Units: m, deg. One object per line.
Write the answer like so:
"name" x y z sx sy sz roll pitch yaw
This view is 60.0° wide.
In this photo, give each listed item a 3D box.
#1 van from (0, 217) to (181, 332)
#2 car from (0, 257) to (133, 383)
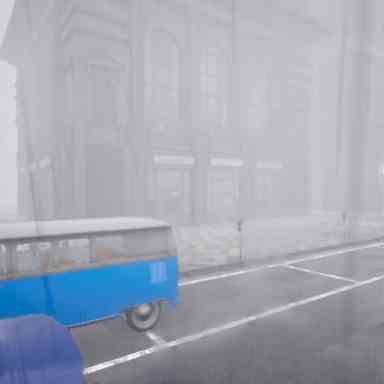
"van" -2.099 1.333 5.151 3.998 1.788 1.690 0 0 -35
"car" -2.948 1.490 1.279 5.008 1.535 1.882 0 0 -35
